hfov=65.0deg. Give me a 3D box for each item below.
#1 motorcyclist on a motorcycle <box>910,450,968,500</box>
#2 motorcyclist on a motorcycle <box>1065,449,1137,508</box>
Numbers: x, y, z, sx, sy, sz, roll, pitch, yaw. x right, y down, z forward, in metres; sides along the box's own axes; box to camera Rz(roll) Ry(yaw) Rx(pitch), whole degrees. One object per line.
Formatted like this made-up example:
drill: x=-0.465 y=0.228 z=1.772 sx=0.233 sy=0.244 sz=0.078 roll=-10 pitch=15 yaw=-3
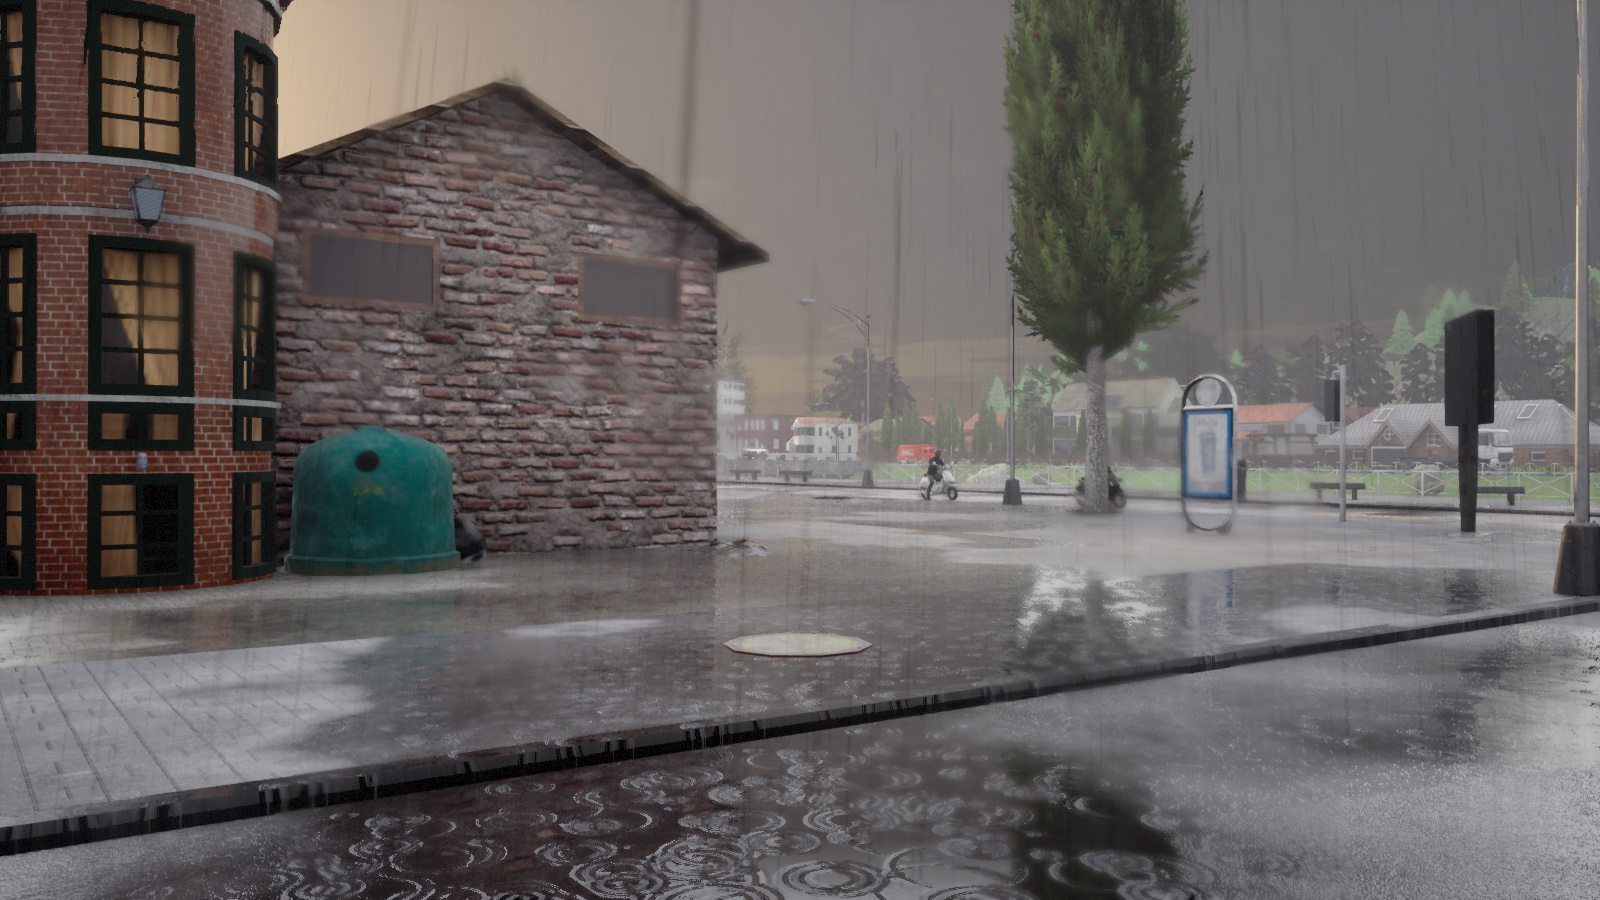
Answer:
motorcyclist on a motorcycle: x=4.438 y=0.787 z=40.317 sx=0.866 sy=1.590 sz=1.817 roll=0 pitch=0 yaw=-35
motorcyclist on a motorcycle: x=8.313 y=0.766 z=34.761 sx=0.866 sy=1.590 sz=1.817 roll=0 pitch=0 yaw=-35
